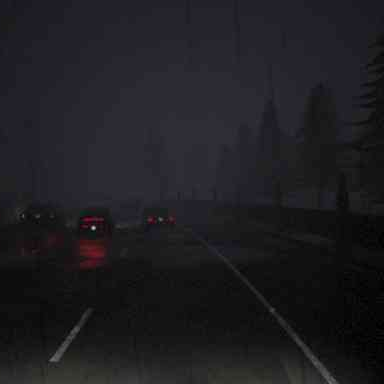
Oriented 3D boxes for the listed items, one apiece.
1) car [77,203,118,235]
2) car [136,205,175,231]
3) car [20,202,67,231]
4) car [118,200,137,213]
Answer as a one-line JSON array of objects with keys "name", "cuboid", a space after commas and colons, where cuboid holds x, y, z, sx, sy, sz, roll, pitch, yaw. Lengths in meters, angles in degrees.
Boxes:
[{"name": "car", "cuboid": [-5.516, 1.605, 19.481, 1.837, 1.490, 4.892, 0, 0, -11]}, {"name": "car", "cuboid": [-2.318, 1.645, 21.619, 2.033, 1.411, 5.357, 0, 0, -12]}, {"name": "car", "cuboid": [-9.554, 1.475, 21.700, 2.097, 1.767, 4.553, 0, 0, -12]}, {"name": "car", "cuboid": [-7.798, 1.669, 39.619, 1.882, 1.535, 5.008, 0, 0, -21]}]
